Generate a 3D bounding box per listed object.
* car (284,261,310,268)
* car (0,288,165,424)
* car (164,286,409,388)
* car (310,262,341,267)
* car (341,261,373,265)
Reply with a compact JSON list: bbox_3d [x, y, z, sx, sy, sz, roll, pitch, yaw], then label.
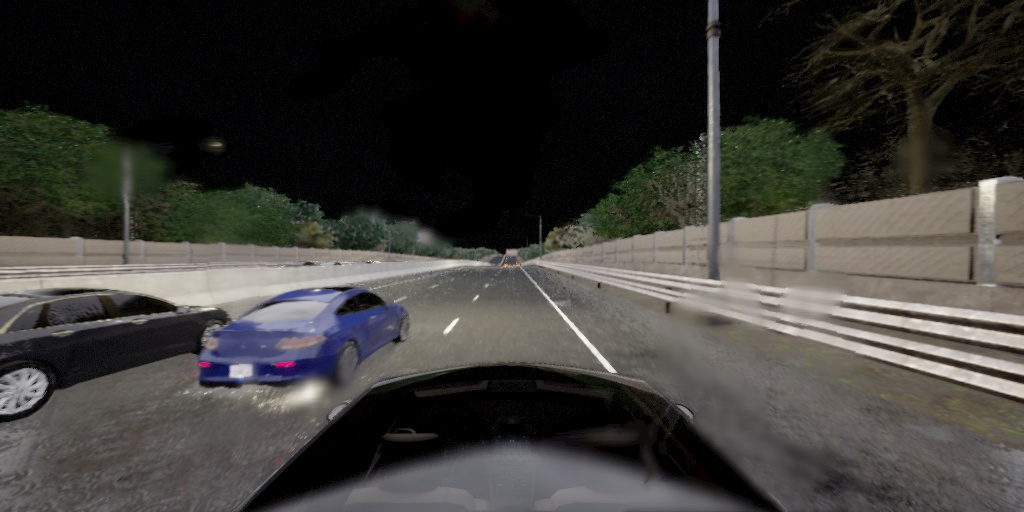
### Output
[{"bbox_3d":[-24.569,1.379,41.839,1.837,1.490,4.892,0,0,0],"label":"car"},{"bbox_3d":[-6.900,1.266,5.756,1.837,1.490,4.892,0,0,0],"label":"car"},{"bbox_3d":[-3.401,1.290,6.814,1.812,1.442,4.674,0,0,0],"label":"car"},{"bbox_3d":[-21.069,1.401,41.847,1.812,1.442,4.674,0,0,0],"label":"car"},{"bbox_3d":[-17.571,1.380,41.855,1.837,1.490,4.892,0,0,0],"label":"car"}]
